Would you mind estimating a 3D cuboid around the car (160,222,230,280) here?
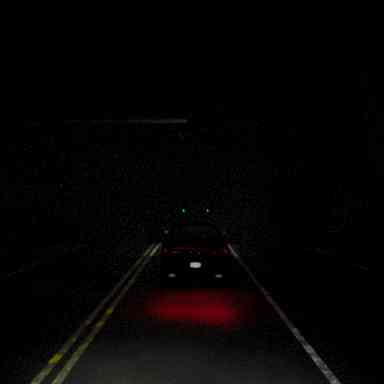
[{"bbox_3d":[0.095,1.691,10.704,1.882,1.535,5.008,1,-1,0],"label":"car"}]
